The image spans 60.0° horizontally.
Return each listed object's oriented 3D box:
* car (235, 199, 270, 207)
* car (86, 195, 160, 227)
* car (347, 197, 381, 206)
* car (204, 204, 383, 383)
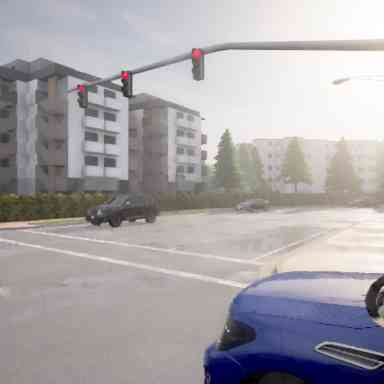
[{"bbox_3d":[6.775,1.491,36.906,4.902,1.511,2.128,0,0,-42],"label":"car"},{"bbox_3d":[-4.594,1.220,23.029,2.150,2.045,5.566,0,0,35],"label":"car"},{"bbox_3d":[24.578,1.498,47.554,4.902,1.511,2.128,0,0,-18],"label":"car"},{"bbox_3d":[2.735,1.221,2.079,5.566,2.045,2.150,0,0,38],"label":"car"}]
